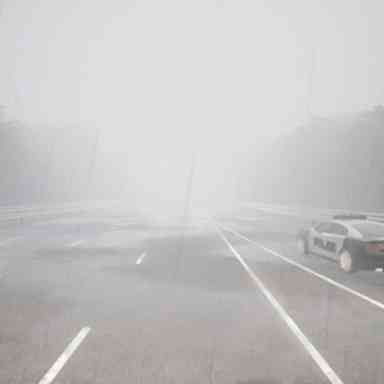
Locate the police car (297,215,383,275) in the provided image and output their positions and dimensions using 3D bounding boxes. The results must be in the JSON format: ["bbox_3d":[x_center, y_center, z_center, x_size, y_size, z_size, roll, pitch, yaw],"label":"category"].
[{"bbox_3d":[5.219,1.585,11.243,1.930,1.638,5.238,1,-1,-6],"label":"police car"}]
